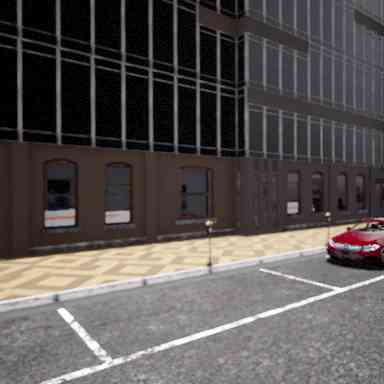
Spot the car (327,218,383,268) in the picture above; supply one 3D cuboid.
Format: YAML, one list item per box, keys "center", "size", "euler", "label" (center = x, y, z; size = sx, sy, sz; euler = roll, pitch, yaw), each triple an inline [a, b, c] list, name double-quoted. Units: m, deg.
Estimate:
- center: [6.225, 1.537, 11.006]
  size: [4.206, 1.307, 1.802]
  euler: [0, 0, -36]
  label: "car"
